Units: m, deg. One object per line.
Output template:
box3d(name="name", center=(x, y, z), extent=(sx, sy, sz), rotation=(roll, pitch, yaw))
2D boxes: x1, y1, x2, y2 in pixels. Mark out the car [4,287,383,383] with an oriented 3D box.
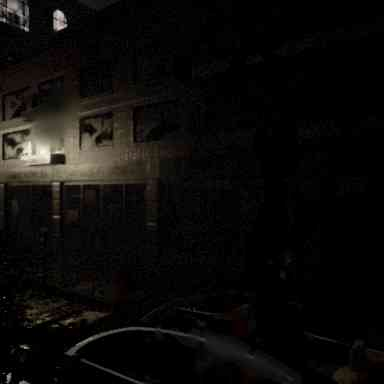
box3d(name="car", center=(0.110, 1.550, 2.803), extent=(4.403, 1.369, 2.008), rotation=(0, 0, 36))
